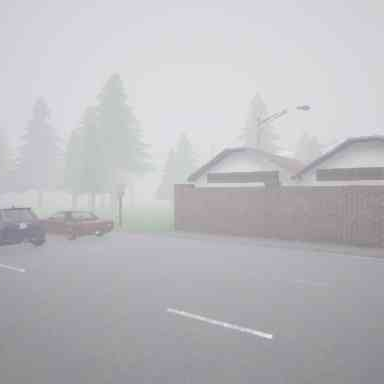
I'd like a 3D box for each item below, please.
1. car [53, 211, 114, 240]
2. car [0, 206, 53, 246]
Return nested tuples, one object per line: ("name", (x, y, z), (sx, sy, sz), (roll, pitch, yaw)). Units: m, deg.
("car", (-6.261, 1.614, 16.933), (4.718, 1.301, 1.895), (0, 0, 36))
("car", (-8.244, 1.363, 14.049), (4.553, 1.767, 2.097), (0, 0, 36))
